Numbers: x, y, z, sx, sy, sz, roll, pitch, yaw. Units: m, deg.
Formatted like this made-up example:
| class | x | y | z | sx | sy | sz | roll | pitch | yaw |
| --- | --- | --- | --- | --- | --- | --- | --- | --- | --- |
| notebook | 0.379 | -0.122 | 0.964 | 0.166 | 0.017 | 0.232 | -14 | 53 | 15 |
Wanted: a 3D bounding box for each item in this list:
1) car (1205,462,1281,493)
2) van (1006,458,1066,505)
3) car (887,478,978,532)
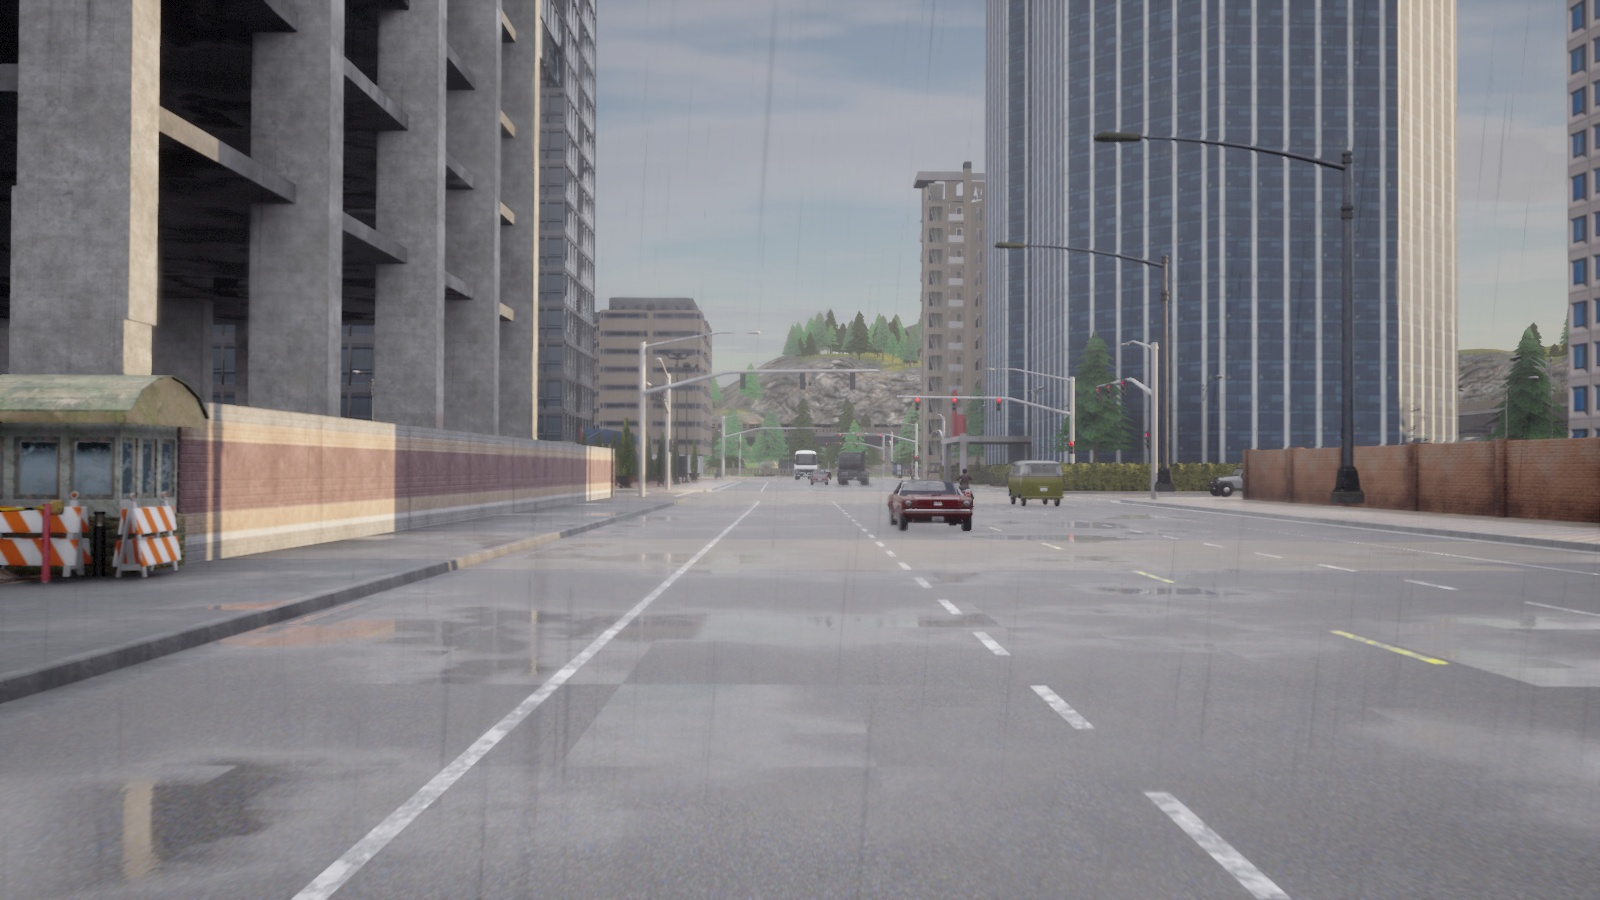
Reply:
| class | x | y | z | sx | sy | sz | roll | pitch | yaw |
| --- | --- | --- | --- | --- | --- | --- | --- | --- | --- |
| car | 26.648 | 1.652 | 75.618 | 3.866 | 1.878 | 1.905 | 0 | -1 | 0 |
| van | 10.354 | 1.367 | 55.462 | 1.775 | 1.987 | 4.442 | 0 | -1 | 0 |
| car | 3.420 | 1.404 | 33.226 | 1.895 | 1.301 | 4.718 | 0 | -1 | 0 |
